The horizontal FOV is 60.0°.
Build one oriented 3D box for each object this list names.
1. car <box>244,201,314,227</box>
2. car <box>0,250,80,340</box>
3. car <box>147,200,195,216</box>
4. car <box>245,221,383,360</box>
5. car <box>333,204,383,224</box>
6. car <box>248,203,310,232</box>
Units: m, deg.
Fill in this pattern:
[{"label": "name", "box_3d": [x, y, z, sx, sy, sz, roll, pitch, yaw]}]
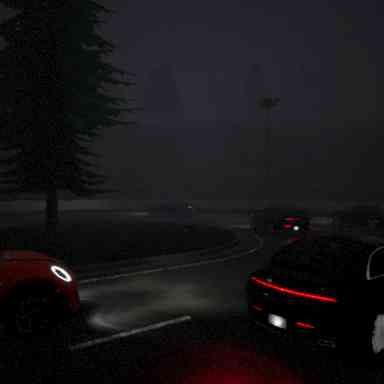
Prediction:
[{"label": "car", "box_3d": [6.196, 1.519, 24.239, 1.882, 1.535, 5.008, 1, -1, -32]}, {"label": "car", "box_3d": [-4.144, 1.350, 5.044, 4.553, 1.767, 2.097, 0, 0, -36]}, {"label": "car", "box_3d": [-2.087, 1.563, 32.913, 4.674, 1.442, 1.812, 0, -1, 11]}, {"label": "car", "box_3d": [3.063, 1.517, 6.038, 4.892, 1.490, 1.837, 0, 0, -38]}, {"label": "car", "box_3d": [11.242, 1.525, 21.466, 1.882, 1.535, 5.008, 1, 0, -14]}, {"label": "car", "box_3d": [4.828, 1.537, 18.920, 1.837, 1.490, 4.892, 2, 0, -8]}]
